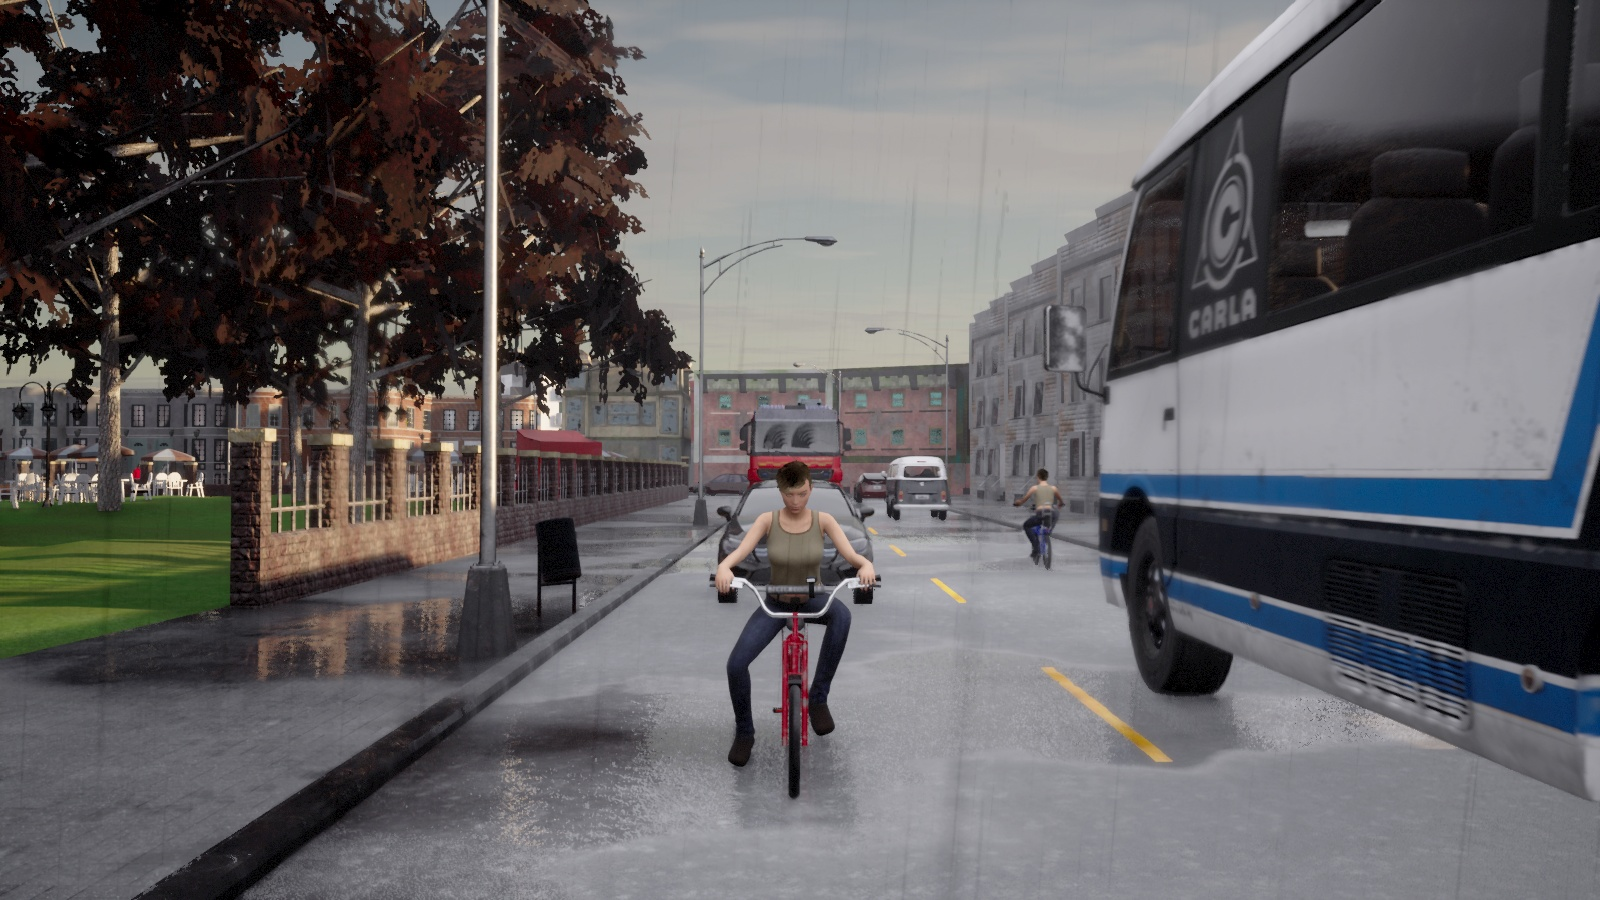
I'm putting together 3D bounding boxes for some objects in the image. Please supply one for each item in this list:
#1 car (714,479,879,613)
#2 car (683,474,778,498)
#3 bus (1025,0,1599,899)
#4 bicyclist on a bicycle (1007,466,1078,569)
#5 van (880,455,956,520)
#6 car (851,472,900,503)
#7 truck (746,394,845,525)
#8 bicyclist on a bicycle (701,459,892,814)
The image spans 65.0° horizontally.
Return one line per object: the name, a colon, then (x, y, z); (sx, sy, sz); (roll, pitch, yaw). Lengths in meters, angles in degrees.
car: (-0.047, 1.112, 16.201); (1.812, 1.442, 4.674); (0, -1, 0)
car: (-4.169, 2.144, 75.459); (5.357, 1.411, 2.033); (-1, -1, 20)
bus: (3.977, -0.479, 5.891); (3.944, 4.253, 10.273); (0, -1, 0)
bicyclist on a bicycle: (3.933, 1.079, 20.494); (0.866, 1.612, 1.509); (0, -1, 0)
van: (3.849, 1.223, 41.794); (2.069, 2.038, 4.480); (0, -1, 0)
car: (3.758, 1.865, 63.575); (2.163, 1.488, 4.792); (0, -1, 0)
truck: (-0.152, 0.337, 40.981); (2.891, 3.827, 8.468); (0, -1, 0)
bicyclist on a bicycle: (-0.018, 0.860, 6.486); (0.866, 1.612, 1.509); (0, -1, 0)
